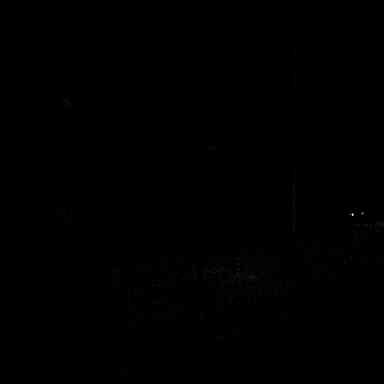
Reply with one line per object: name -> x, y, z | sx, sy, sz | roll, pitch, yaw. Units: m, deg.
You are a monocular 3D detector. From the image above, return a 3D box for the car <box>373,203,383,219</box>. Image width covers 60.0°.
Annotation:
car -> 15.885, 1.581, 29.030 | 1.947, 1.339, 4.313 | 0, 0, -35

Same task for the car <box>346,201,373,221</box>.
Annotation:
car -> 10.885, 1.209, 26.595 | 2.150, 2.045, 5.566 | 0, 0, -35

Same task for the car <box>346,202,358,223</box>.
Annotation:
car -> 9.347, 1.540, 24.374 | 1.947, 1.339, 4.313 | 0, 0, -35
